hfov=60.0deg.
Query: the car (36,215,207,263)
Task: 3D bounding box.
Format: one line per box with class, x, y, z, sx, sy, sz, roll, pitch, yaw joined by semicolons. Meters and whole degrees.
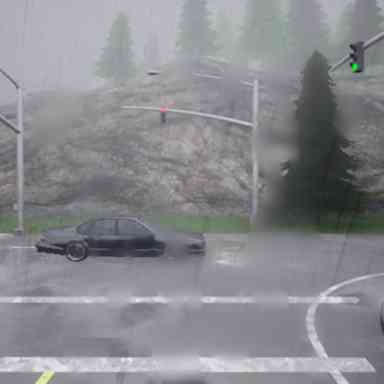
car;-2.201;1.481;11.012;5.357;1.411;2.033;0;0;1
